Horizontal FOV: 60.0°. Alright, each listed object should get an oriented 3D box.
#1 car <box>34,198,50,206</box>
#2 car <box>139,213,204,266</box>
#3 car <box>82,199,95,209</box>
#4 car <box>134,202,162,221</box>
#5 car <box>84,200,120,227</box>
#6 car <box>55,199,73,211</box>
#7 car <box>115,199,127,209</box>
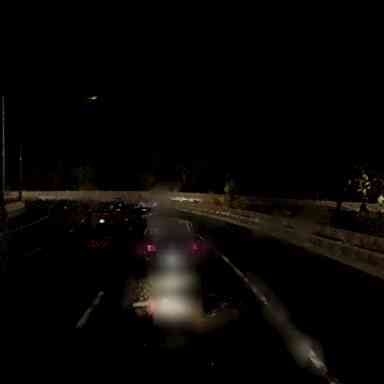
[{"bbox_3d":[-28.761,1.799,63.719,2.128,1.511,4.902,0,0,-38],"label":"car"},{"bbox_3d":[-0.803,1.635,11.737,1.895,1.301,4.718,0,0,-6],"label":"car"},{"bbox_3d":[-14.150,1.708,46.400,1.812,1.442,4.674,0,0,-25],"label":"car"},{"bbox_3d":[-3.726,1.580,27.860,2.128,1.511,4.902,0,0,-15],"label":"car"},{"bbox_3d":[-6.234,1.593,23.448,1.837,1.490,4.892,0,0,-12],"label":"car"},{"bbox_3d":[-16.888,1.693,44.014,1.837,1.490,4.892,0,-1,-24],"label":"car"},{"bbox_3d":[-10.547,1.731,46.920,1.994,1.385,4.181,0,0,-24],"label":"car"}]
